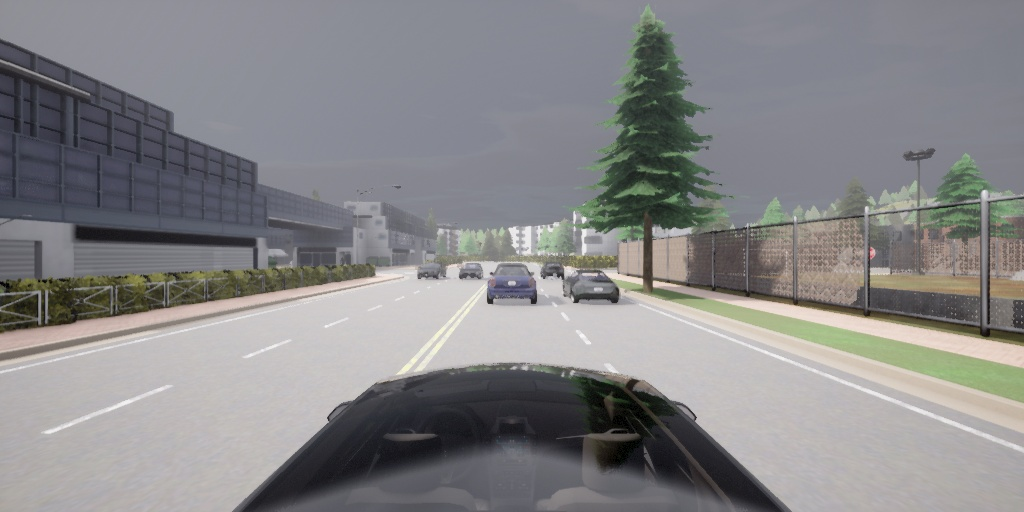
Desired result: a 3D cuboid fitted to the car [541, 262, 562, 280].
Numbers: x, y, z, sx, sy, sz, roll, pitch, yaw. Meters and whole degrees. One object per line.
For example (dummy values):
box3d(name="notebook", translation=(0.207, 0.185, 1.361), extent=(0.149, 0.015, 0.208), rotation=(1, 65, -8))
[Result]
box3d(name="car", translation=(3.500, 1.265, 31.533), extent=(1.837, 1.490, 4.892), rotation=(0, 0, 0))

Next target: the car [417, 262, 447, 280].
box3d(name="car", translation=(-7.000, 1.309, 31.630), extent=(1.837, 1.490, 4.892), rotation=(0, 0, 0))

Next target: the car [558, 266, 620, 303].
box3d(name="car", translation=(3.500, 1.321, 16.533), extent=(1.994, 1.385, 4.181), rotation=(0, 0, 0))

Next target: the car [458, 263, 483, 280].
box3d(name="car", translation=(-3.500, 1.351, 31.630), extent=(2.033, 1.411, 5.357), rotation=(0, 0, 0))

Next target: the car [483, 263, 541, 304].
box3d(name="car", translation=(0.000, 1.115, 16.503), extent=(2.097, 1.767, 4.553), rotation=(0, 0, 0))

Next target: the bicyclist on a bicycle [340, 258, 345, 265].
box3d(name="bicyclist on a bicycle", translation=(-25.418, 1.051, 53.782), extent=(0.582, 1.620, 1.656), rotation=(0, 0, 0))
